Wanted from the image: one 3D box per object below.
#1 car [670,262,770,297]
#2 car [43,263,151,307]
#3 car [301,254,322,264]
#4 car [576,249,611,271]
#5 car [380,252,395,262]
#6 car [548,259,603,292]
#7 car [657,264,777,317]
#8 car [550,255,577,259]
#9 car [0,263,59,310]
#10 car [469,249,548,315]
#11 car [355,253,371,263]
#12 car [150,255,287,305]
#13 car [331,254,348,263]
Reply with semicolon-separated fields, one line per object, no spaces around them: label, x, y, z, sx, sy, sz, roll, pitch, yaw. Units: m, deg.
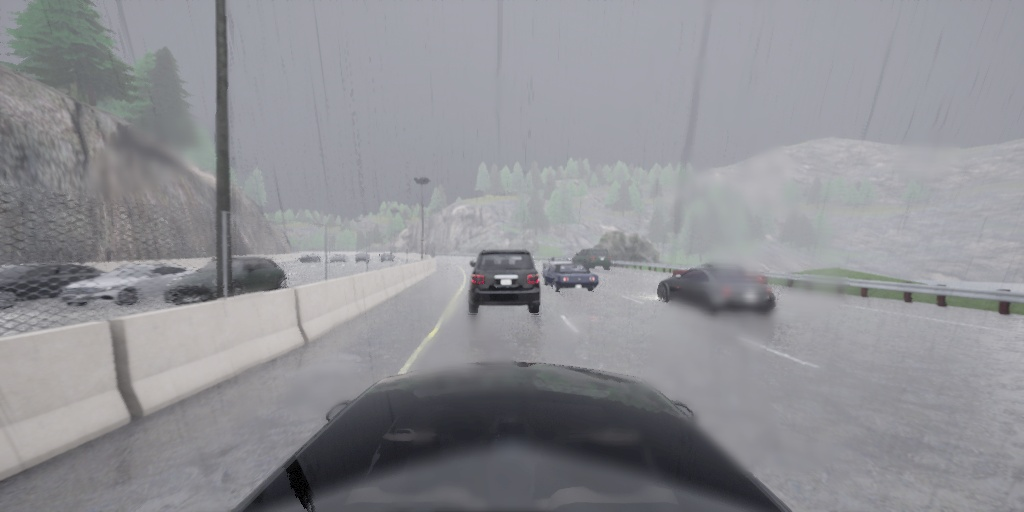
car;9.855;1.029;17.543;1.895;1.301;4.718;0;1;-5
car;-14.653;1.045;14.232;1.812;1.442;4.674;0;1;-4
car;-29.059;0.396;51.881;1.895;1.301;4.718;0;1;-17
car;7.643;0.312;34.846;2.150;2.045;5.566;0;1;-10
car;-19.449;0.191;56.208;2.128;1.511;4.902;0;1;-18
car;2.781;1.023;18.233;1.895;1.301;4.718;0;1;-5
car;6.690;1.100;12.218;1.994;1.385;4.181;0;1;-3
car;4.249;0.713;33.932;1.895;1.301;4.718;0;1;-10
car;-18.116;1.042;13.502;1.837;1.490;4.892;0;1;-4
car;-0.316;0.758;12.655;2.150;2.045;5.566;0;1;-3
car;-22.446;0.222;54.082;1.882;1.535;5.008;0;1;-18
car;-11.175;0.865;14.382;2.097;1.767;4.553;0;1;-4
car;-26.400;0.332;55.003;1.895;1.301;4.718;0;1;-18
